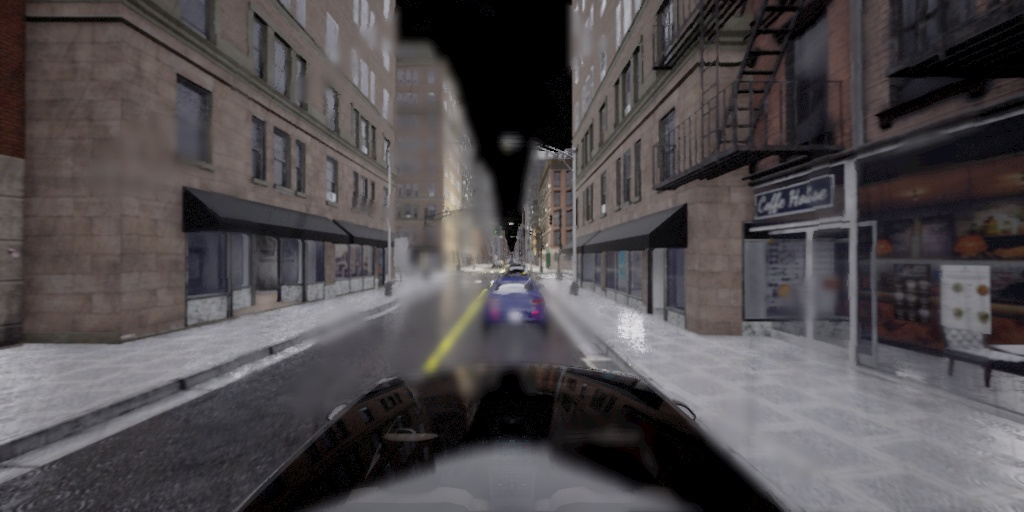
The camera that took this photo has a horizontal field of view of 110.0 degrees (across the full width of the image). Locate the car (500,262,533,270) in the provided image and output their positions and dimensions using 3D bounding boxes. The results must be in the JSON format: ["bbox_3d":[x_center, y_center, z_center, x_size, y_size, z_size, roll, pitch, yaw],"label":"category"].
[{"bbox_3d":[0.550,1.428,28.036,1.837,1.490,4.892,-1,0,7],"label":"car"}]

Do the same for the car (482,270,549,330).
[{"bbox_3d":[0.093,1.341,11.245,1.812,1.442,4.674,0,0,0],"label":"car"}]
